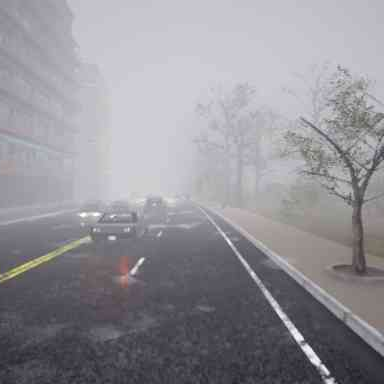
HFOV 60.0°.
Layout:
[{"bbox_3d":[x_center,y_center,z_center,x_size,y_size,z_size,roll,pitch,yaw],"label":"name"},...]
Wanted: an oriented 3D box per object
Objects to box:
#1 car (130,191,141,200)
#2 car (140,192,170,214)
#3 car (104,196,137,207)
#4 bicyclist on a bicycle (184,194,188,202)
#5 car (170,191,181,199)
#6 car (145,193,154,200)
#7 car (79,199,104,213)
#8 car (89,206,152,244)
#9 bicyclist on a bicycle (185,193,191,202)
[{"bbox_3d":[-12.787,0.780,75.120,2.150,2.045,5.566,0,0,-5],"label":"car"},{"bbox_3d":[-3.521,1.191,32.618,2.097,1.767,4.553,0,0,-2],"label":"car"},{"bbox_3d":[-6.976,1.402,32.885,1.994,1.385,4.181,0,0,-2],"label":"car"},{"bbox_3d":[-1.121,1.125,63.566,0.582,1.620,1.656,0,0,-4],"label":"bicyclist on a bicycle"},{"bbox_3d":[-3.728,1.113,82.600,1.994,1.385,4.181,0,0,-6],"label":"car"},{"bbox_3d":[-9.381,1.003,73.586,1.994,1.385,4.181,0,0,-5],"label":"car"},{"bbox_3d":[-10.289,1.394,34.789,1.994,1.385,4.181,0,0,-2],"label":"car"},{"bbox_3d":[-3.177,1.525,15.407,1.895,1.301,4.718,0,0,0],"label":"car"},{"bbox_3d":[-0.489,1.093,54.491,0.659,1.776,1.843,0,0,-4],"label":"bicyclist on a bicycle"}]
